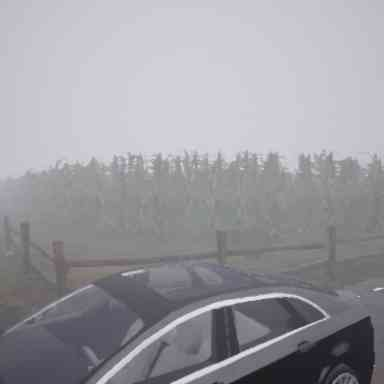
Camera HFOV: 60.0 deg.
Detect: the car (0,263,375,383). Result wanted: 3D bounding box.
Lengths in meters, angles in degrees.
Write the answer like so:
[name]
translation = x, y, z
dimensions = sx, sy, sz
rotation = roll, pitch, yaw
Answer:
[car]
translation = -0.354, 1.491, 2.816
dimensions = 4.902, 1.511, 2.128
rotation = 0, 0, -35
